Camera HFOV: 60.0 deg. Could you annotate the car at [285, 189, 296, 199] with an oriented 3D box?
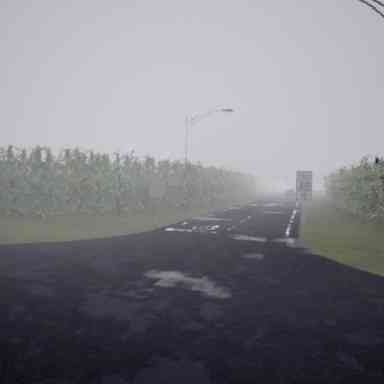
[{"bbox_3d":[15.757,0.308,52.797,1.837,1.490,4.892,2,2,19],"label":"car"}]
